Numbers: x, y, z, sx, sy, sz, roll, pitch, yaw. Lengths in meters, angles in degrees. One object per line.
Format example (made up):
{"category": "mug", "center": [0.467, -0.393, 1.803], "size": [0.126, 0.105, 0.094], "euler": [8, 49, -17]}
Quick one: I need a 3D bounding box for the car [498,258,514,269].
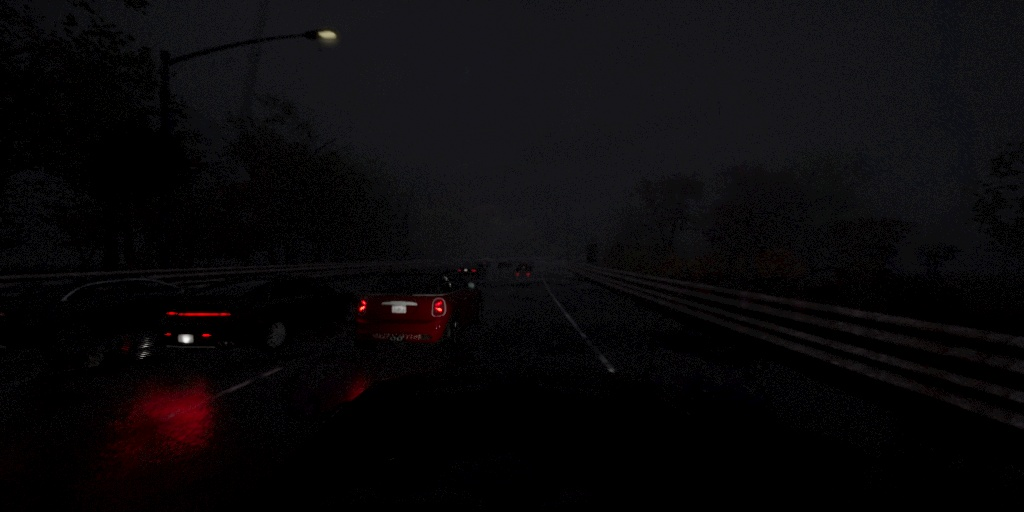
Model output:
{"category": "car", "center": [-0.830, 1.118, 53.391], "size": [1.882, 1.535, 5.008], "euler": [0, 0, 8]}

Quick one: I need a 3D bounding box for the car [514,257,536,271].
{"category": "car", "center": [1.711, 1.191, 45.830], "size": [1.812, 1.442, 4.674], "euler": [0, 0, 7]}

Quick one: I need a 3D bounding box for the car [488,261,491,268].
{"category": "car", "center": [-3.492, 1.218, 31.681], "size": [2.033, 1.411, 5.357], "euler": [0, 0, 6]}

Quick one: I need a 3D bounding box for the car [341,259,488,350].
{"category": "car", "center": [-2.073, 1.077, 9.229], "size": [2.097, 1.767, 4.553], "euler": [0, 0, 5]}

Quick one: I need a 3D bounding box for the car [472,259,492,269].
{"category": "car", "center": [-4.399, 1.189, 53.080], "size": [1.994, 1.385, 4.181], "euler": [0, 0, 8]}

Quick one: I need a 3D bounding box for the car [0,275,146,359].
{"category": "car", "center": [-9.163, 1.185, 8.299], "size": [2.128, 1.511, 4.902], "euler": [0, 0, 4]}

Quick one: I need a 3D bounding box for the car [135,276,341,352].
{"category": "car", "center": [-5.613, 1.216, 8.794], "size": [1.837, 1.490, 4.892], "euler": [0, 0, 5]}
